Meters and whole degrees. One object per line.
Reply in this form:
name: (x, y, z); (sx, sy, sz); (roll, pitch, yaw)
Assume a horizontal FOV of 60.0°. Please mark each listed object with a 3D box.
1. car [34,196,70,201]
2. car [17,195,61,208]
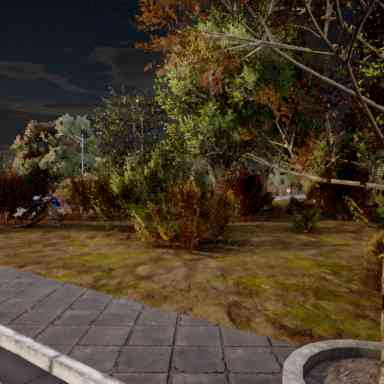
car: (-17.513, 1.249, 41.250); (1.882, 1.535, 5.008); (0, 0, 32)
car: (-20.030, 1.224, 43.825); (1.882, 1.535, 5.008); (0, 0, 32)
